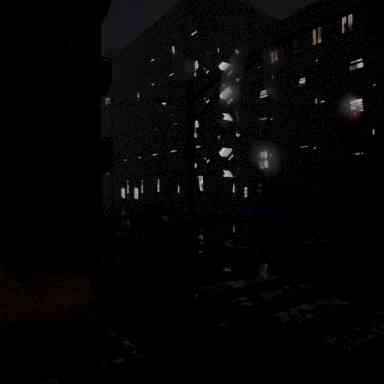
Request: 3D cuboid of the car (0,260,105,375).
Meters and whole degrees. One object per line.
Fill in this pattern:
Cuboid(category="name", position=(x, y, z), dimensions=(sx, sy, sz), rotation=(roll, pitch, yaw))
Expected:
Cuboid(category="car", position=(-3.568, 1.525, 4.020), dimensions=(4.829, 1.417, 1.752), rotation=(0, 0, -36))

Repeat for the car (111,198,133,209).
Cuboid(category="car", position=(-8.407, 1.463, 43.249), dimensions=(1.887, 1.381, 4.507), rotation=(-1, 0, -36))

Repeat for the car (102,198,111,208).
Cuboid(category="car", position=(-11.737, 1.463, 47.827), dimensions=(1.887, 1.381, 4.507), rotation=(-1, 0, -36))

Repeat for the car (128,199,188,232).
Cuboid(category="car", position=(-1.876, 1.441, 20.020), dimensions=(1.967, 1.590, 4.097), rotation=(0, 0, -36))

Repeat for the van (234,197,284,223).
Cuboid(category="van", position=(4.913, 1.280, 24.934), dimensions=(1.690, 1.788, 3.998), rotation=(0, 0, -36))
